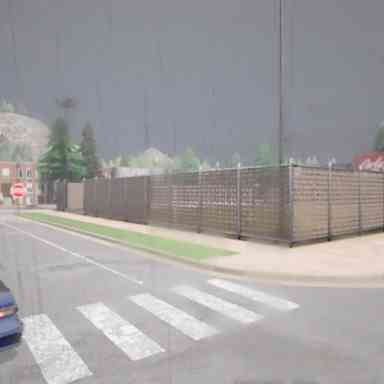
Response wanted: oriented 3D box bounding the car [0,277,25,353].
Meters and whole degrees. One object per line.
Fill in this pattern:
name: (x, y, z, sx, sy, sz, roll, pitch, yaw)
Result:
car: (-4.435, 1.535, 5.563, 2.033, 1.411, 5.357, -1, 1, -42)
